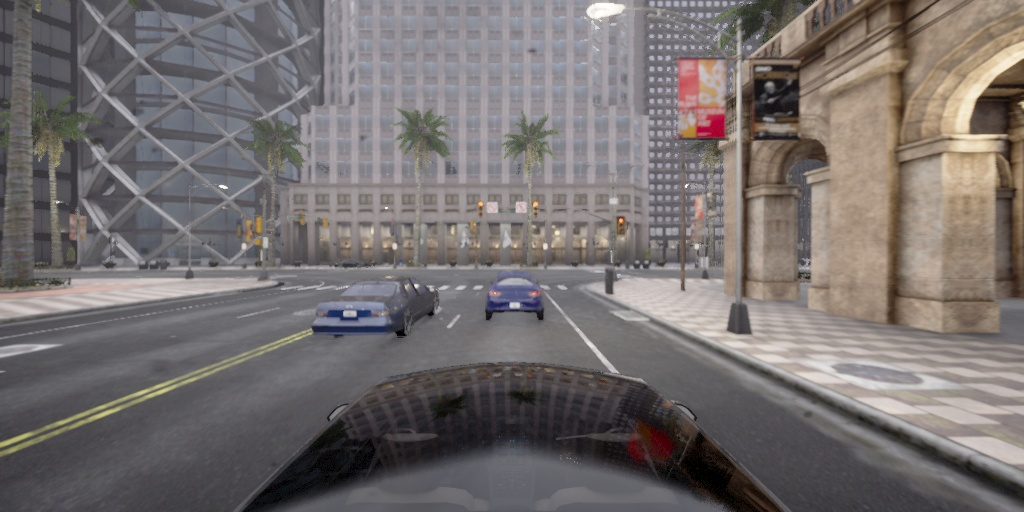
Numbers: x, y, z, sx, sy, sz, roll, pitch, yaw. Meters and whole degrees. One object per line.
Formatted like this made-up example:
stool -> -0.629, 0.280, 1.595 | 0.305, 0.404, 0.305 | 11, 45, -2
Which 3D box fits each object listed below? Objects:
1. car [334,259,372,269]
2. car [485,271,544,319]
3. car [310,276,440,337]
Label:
car -> -21.134, 1.063, 47.750 | 4.718, 1.301, 1.895 | -1, 2, 16
car -> 0.076, 1.238, 12.514 | 1.812, 1.442, 4.674 | 0, 0, 0
car -> -3.437, 1.268, 10.142 | 2.033, 1.411, 5.357 | 0, 0, 0
